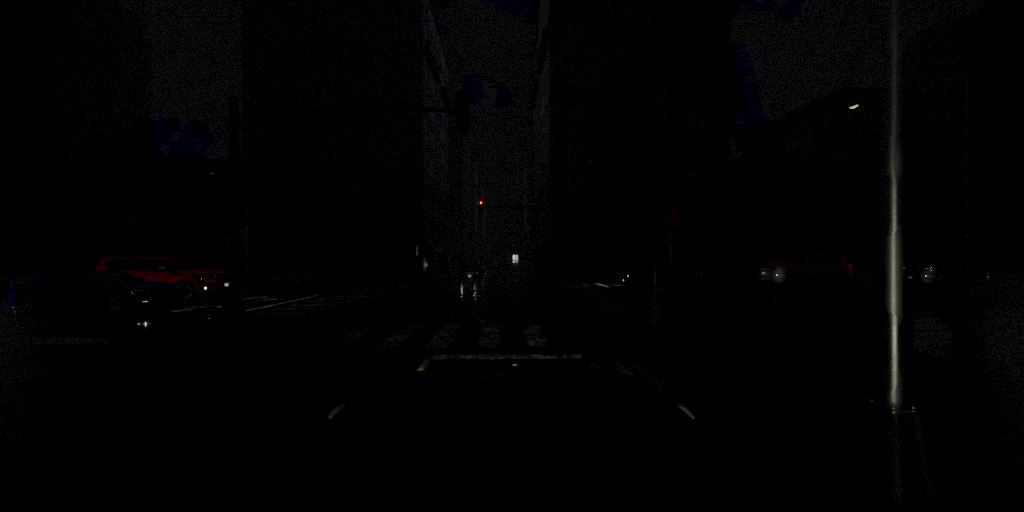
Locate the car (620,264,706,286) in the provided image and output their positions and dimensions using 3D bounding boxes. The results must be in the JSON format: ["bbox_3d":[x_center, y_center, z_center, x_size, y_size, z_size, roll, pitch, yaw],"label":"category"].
[{"bbox_3d":[10.235,1.243,24.477,5.357,1.411,2.033,0,0,-2],"label":"car"}]

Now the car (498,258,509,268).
[{"bbox_3d":[-1.485,1.360,64.116,1.994,1.385,4.181,0,0,-2],"label":"car"}]

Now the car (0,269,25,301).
[{"bbox_3d":[-26.265,1.368,16.663,4.674,1.442,1.812,0,0,-1],"label":"car"}]

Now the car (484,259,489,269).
[{"bbox_3d":[-4.108,1.279,43.160,1.837,1.490,4.892,0,0,-2],"label":"car"}]

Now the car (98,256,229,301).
[{"bbox_3d":[-16.343,1.027,16.968,5.566,2.045,2.150,0,0,-2],"label":"car"}]

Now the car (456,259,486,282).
[{"bbox_3d":[-3.425,1.252,29.069,2.128,1.511,4.902,0,0,-6],"label":"car"}]

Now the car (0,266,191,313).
[{"bbox_3d":[-15.784,1.281,13.733,5.008,1.535,1.882,0,0,-2],"label":"car"}]

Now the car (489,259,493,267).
[{"bbox_3d":[-4.443,1.280,55.567,2.128,1.511,4.902,0,0,-1],"label":"car"}]

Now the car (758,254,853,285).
[{"bbox_3d":[20.193,0.883,24.778,5.566,2.045,2.150,0,0,-2],"label":"car"}]

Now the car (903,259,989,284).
[{"bbox_3d":[30.086,0.981,25.070,4.553,1.767,2.097,0,0,-2],"label":"car"}]
